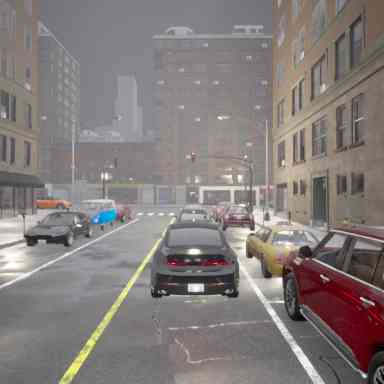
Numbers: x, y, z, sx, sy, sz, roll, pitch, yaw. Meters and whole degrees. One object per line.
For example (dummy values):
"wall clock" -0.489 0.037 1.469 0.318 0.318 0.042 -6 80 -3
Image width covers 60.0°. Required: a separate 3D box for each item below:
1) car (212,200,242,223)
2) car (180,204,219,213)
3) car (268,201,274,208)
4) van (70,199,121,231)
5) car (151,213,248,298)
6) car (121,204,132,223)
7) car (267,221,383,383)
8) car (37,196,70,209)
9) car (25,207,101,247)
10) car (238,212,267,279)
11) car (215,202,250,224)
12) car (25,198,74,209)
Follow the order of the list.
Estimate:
"car" 2.655 1.471 26.166 1.967 1.590 4.097 1 0 0
"car" 0.086 1.543 15.991 1.812 1.442 4.674 0 0 0
"car" 13.420 1.577 48.838 4.553 1.767 2.097 0 -1 0
"van" -5.865 1.364 20.677 1.690 1.788 3.998 1 0 0
"car" 0.042 1.512 8.531 1.837 1.490 4.892 0 0 -1
"car" -5.872 1.576 26.160 1.887 1.381 4.507 1 0 0
"car" 2.675 1.318 4.235 2.192 1.841 5.009 1 0 0
"car" -16.417 1.235 39.051 4.553 1.767 2.097 0 -1 0
"car" -5.863 1.581 15.195 1.947 1.339 4.313 1 0 0
"car" 2.668 1.534 9.888 1.752 1.417 4.829 1 0 0
"car" 2.659 1.463 20.683 1.967 1.590 4.097 1 0 0
"car" -18.015 1.456 42.307 5.357 1.411 2.033 0 -1 0
